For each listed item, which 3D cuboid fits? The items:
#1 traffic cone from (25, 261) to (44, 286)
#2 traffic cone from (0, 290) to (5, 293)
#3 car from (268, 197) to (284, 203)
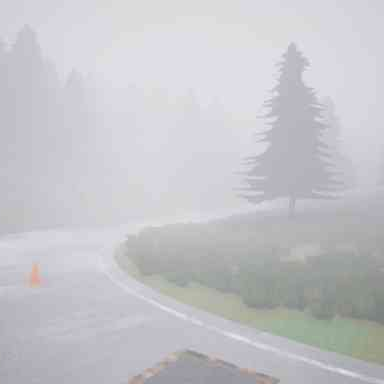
[{"bbox_3d":[-4.047,2.069,8.575,0.340,0.580,0.340,0,-1,35],"label":"traffic cone"},{"bbox_3d":[-4.615,2.047,7.752,0.340,0.580,0.340,0,-1,35],"label":"traffic cone"},{"bbox_3d":[11.873,0.738,47.649,4.892,1.490,1.837,-5,3,-43],"label":"car"}]
